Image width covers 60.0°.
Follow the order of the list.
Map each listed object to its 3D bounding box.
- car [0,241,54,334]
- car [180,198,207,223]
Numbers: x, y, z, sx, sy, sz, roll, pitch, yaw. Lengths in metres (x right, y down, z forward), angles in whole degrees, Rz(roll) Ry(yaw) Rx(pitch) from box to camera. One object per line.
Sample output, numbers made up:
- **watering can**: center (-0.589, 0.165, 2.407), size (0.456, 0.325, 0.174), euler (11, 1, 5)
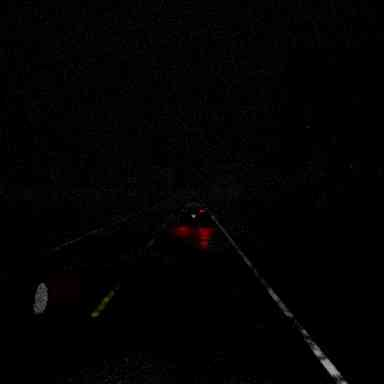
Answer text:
- **car**: center (-3.599, 1.453, 4.426), size (1.882, 1.535, 5.008), euler (0, 0, 0)
- **car**: center (0.092, 1.391, 24.146), size (1.812, 1.442, 4.674), euler (0, 0, 0)
